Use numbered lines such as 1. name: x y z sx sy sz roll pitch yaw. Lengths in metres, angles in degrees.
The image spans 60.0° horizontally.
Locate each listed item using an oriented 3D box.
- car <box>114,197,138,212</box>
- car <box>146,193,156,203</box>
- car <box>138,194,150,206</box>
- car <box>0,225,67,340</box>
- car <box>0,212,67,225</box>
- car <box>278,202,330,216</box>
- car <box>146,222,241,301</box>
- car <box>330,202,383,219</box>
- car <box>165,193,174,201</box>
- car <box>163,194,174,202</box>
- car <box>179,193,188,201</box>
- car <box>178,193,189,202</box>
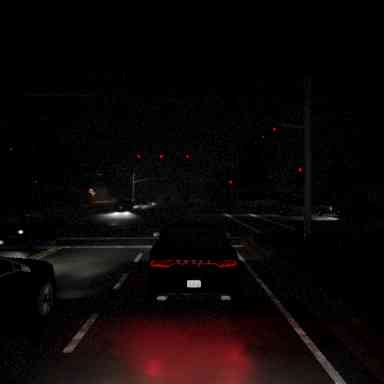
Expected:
1. car: -7.962 1.491 39.130 2.128 1.511 4.902 0 0 -3
2. car: -8.808 1.225 70.306 2.150 2.045 5.566 0 0 -1
3. car: -8.502 1.477 54.982 1.882 1.535 5.008 0 0 -1
4. car: -3.468 1.492 4.386 2.128 1.511 4.902 0 0 0
5. car: -7.286 1.601 14.785 1.895 1.301 4.718 0 0 -1
6. car: 10.865 1.601 32.348 4.718 1.301 1.895 0 0 -2
7. car: 0.001 1.478 8.378 1.882 1.535 5.008 0 0 -1
8. car: 14.761 1.564 28.959 4.181 1.385 1.994 0 0 -2
9. car: -5.689 1.269 85.147 2.097 1.767 4.553 0 0 -1
10. car: -5.416 1.533 74.542 2.033 1.411 5.357 0 0 -1
11. car: -2.183 1.225 84.975 2.150 2.045 5.566 0 0 -1
12. car: -1.901 1.225 74.242 2.150 2.045 5.566 0 0 -1
